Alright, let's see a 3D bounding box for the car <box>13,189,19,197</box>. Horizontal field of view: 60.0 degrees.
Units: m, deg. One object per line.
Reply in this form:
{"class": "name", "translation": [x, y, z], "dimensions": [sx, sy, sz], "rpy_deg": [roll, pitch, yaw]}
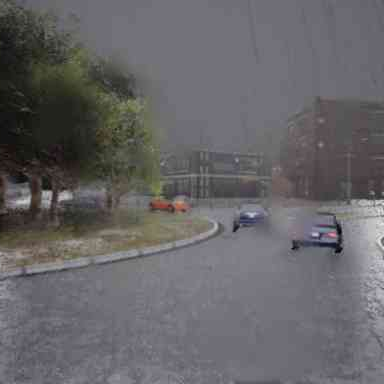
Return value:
{"class": "car", "translation": [-42.558, 0.621, 75.292], "dimensions": [4.553, 1.767, 2.185], "rpy_deg": [1, 1, -21]}

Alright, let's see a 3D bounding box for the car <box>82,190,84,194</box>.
{"class": "car", "translation": [-26.026, 0.810, 88.517], "dimensions": [5.008, 1.535, 2.097], "rpy_deg": [1, 1, -21]}

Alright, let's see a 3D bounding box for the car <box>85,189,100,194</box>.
{"class": "car", "translation": [-22.044, 0.866, 77.997], "dimensions": [4.553, 1.767, 2.185], "rpy_deg": [1, 1, -21]}

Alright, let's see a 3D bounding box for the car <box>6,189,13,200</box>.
{"class": "car", "translation": [-39.649, 0.737, 67.545], "dimensions": [4.553, 1.767, 2.185], "rpy_deg": [1, 1, -21]}

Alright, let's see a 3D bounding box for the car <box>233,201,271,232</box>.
{"class": "car", "translation": [3.647, 1.355, 20.462], "dimensions": [2.097, 1.767, 4.553], "rpy_deg": [0, 0, 9]}

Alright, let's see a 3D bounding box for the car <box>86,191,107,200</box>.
{"class": "car", "translation": [-20.197, 1.085, 72.887], "dimensions": [4.792, 1.488, 2.163], "rpy_deg": [1, 0, -21]}

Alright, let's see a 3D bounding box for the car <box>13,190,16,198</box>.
{"class": "car", "translation": [-40.656, 0.827, 70.119], "dimensions": [5.008, 1.535, 2.097], "rpy_deg": [1, 1, -21]}

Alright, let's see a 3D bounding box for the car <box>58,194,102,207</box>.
{"class": "car", "translation": [-15.486, 1.345, 45.065], "dimensions": [5.357, 1.411, 2.033], "rpy_deg": [1, 0, 2]}

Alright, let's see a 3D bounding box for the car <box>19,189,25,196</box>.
{"class": "car", "translation": [-45.521, 0.359, 83.016], "dimensions": [5.566, 2.045, 2.435], "rpy_deg": [1, 1, -21]}

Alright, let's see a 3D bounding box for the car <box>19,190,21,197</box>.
{"class": "car", "translation": [-43.566, 0.705, 77.866], "dimensions": [4.892, 1.521, 2.231], "rpy_deg": [0, 1, -21]}

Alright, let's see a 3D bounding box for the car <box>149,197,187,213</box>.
{"class": "car", "translation": [-2.745, 1.278, 36.726], "dimensions": [4.553, 1.767, 2.097], "rpy_deg": [0, 0, 43]}

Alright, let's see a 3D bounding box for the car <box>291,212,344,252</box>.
{"class": "car", "translation": [5.353, 1.573, 14.144], "dimensions": [2.033, 1.411, 5.357], "rpy_deg": [1, 0, 23]}

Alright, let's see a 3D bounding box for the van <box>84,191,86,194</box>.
{"class": "van", "translation": [-23.202, 0.725, 80.667], "dimensions": [4.442, 1.987, 1.878], "rpy_deg": [1, 1, -21]}
